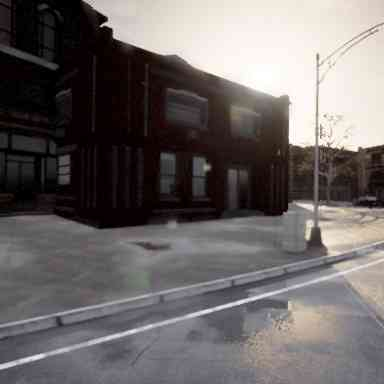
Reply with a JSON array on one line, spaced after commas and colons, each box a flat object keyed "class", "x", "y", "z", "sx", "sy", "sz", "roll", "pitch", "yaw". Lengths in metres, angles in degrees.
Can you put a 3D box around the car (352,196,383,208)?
[{"class": "car", "x": 22.679, "y": 1.271, "z": 42.839, "sx": 2.033, "sy": 1.411, "sz": 5.357, "roll": 1, "pitch": 1, "yaw": -1}]
